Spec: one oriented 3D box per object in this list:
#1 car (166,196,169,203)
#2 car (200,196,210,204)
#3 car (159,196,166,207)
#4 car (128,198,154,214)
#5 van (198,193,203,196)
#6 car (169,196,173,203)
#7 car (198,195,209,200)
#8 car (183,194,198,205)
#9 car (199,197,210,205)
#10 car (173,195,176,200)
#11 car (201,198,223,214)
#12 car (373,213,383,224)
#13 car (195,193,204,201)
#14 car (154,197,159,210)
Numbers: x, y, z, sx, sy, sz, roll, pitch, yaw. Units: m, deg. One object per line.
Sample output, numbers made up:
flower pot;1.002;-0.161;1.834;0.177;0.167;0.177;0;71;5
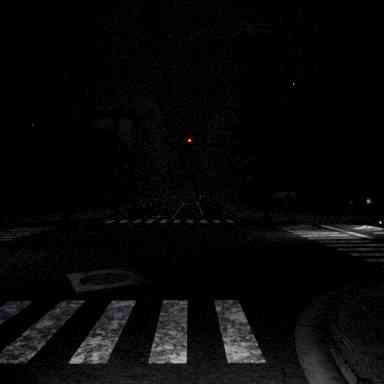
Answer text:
car;-5.670;1.634;58.229;2.008;1.369;4.403;0;0;0
car;2.343;1.641;47.199;1.802;1.307;4.206;0;0;0
car;-5.676;1.653;52.718;1.802;1.307;4.206;0;0;0
car;-5.694;1.480;36.186;1.967;1.590;4.097;0;0;0
van;2.355;1.424;58.221;1.690;1.788;3.998;0;0;0
car;-5.658;1.552;69.250;1.967;1.590;4.097;0;0;0
car;2.349;1.637;52.710;1.947;1.339;4.313;0;0;0
car;-0.276;1.601;63.326;1.837;1.490;4.892;0;0;0
car;2.361;1.647;63.731;2.008;1.369;4.403;0;0;0
car;-5.646;1.694;80.272;2.008;1.369;4.403;0;0;0
car;2.331;1.606;36.177;1.947;1.339;4.313;0;0;0
car;14.349;1.494;20.715;5.357;1.411;2.033;0;0;-2
car;2.022;1.401;90.176;2.150;2.045;5.566;0;0;0
car;-5.688;1.489;41.697;1.967;1.590;4.097;0;0;0
